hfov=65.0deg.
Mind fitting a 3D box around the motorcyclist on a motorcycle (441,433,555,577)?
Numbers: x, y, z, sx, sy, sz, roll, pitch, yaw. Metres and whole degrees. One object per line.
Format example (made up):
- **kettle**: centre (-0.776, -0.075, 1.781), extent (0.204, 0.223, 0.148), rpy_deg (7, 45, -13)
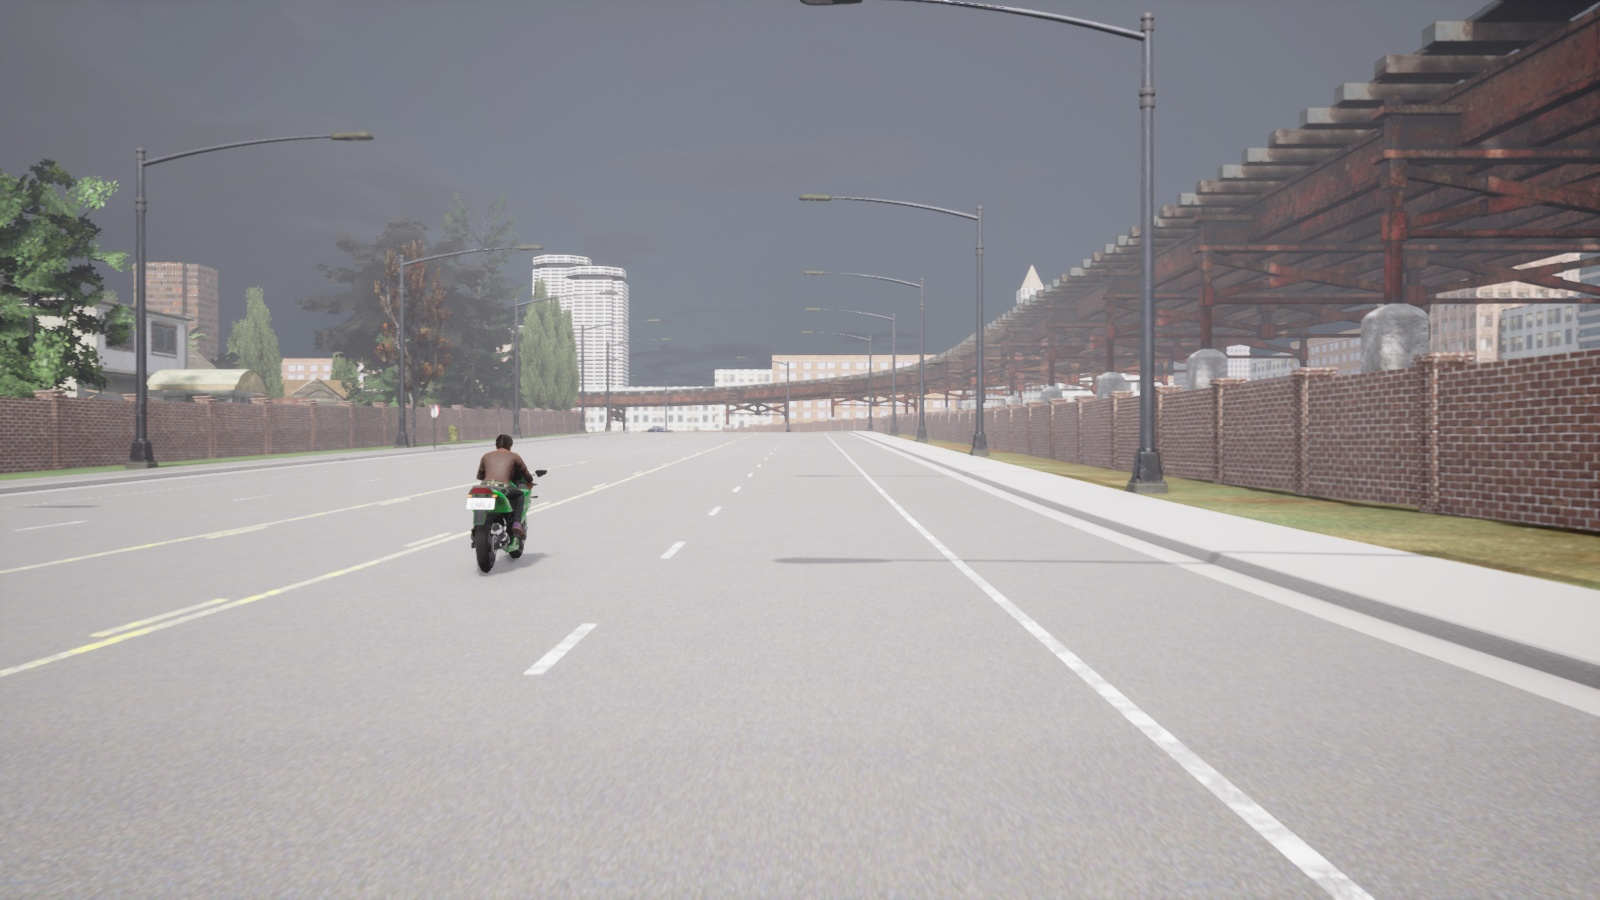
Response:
- **motorcyclist on a motorcycle**: centre (-3.400, 0.571, 14.348), extent (0.797, 1.523, 2.044), rpy_deg (0, 1, 0)
